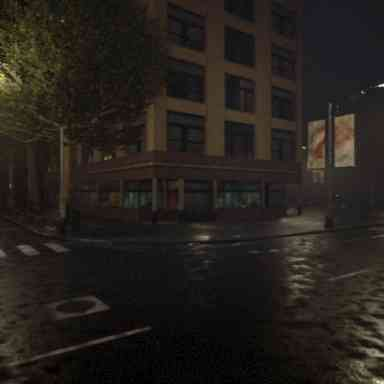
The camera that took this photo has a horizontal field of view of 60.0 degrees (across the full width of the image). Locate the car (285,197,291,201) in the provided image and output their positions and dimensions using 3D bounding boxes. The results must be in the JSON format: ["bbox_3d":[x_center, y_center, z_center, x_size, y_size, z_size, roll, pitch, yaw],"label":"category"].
[{"bbox_3d":[24.069,1.580,88.239,2.161,1.482,4.786,0,0,-36],"label":"car"}]

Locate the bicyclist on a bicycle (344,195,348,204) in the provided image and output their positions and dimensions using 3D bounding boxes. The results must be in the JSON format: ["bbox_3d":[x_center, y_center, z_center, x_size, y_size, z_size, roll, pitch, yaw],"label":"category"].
[{"bbox_3d":[28.763,1.440,62.136,1.656,1.620,0.582,0,0,-36],"label":"bicyclist on a bicycle"}]

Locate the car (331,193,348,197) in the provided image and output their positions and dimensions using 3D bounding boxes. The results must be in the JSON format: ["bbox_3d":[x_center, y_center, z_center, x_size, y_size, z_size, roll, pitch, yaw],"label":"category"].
[{"bbox_3d":[34.546,1.496,80.756,2.002,1.452,4.674,0,0,-36],"label":"car"}]
